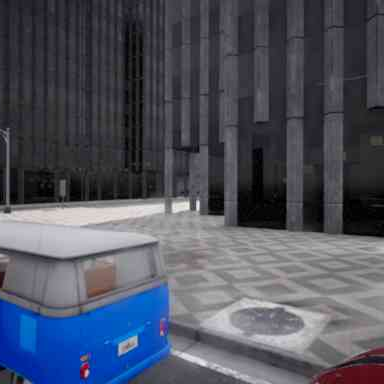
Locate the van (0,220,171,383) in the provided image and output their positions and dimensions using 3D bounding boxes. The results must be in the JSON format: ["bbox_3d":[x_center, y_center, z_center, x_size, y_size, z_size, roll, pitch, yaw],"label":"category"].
[{"bbox_3d":[-2.164,1.343,4.505,3.998,1.788,1.690,0,0,35],"label":"van"}]

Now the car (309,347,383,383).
[{"bbox_3d":[2.336,1.440,1.301,4.097,1.590,1.967,0,0,35],"label":"car"}]
